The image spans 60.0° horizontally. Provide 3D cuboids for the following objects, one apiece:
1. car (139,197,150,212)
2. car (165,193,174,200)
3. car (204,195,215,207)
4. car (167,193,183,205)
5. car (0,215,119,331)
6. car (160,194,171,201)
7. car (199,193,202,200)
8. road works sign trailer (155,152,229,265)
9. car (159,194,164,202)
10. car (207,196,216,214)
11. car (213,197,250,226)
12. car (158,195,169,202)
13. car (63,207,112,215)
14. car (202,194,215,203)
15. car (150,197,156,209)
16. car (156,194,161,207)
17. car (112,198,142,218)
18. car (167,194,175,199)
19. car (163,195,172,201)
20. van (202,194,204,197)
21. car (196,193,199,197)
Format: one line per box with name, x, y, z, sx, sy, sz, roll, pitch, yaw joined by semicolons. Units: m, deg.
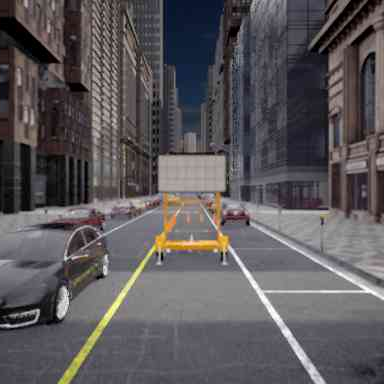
car;-5.761;1.416;33.897;1.752;1.417;4.829;0;0;0
car;-5.763;1.172;84.483;1.967;1.590;4.097;0;0;0
car;2.764;1.417;39.678;1.887;1.381;4.507;0;0;0
car;-3.006;1.304;54.642;1.882;1.535;5.008;0;0;0
car;-3.101;1.480;7.123;1.837;1.490;4.892;0;0;0
car;-5.762;1.207;73.280;1.967;1.590;4.097;0;0;0
car;2.763;1.346;62.087;1.887;1.381;4.507;0;0;0
road works sign trailer;0.000;0.426;11.548;2.380;3.560;2.880;0;0;0
car;-5.762;1.381;50.873;1.887;1.381;4.507;0;0;0
car;2.764;1.415;34.246;1.752;1.417;4.829;0;0;0
car;2.765;1.365;22.871;1.967;1.590;4.097;0;0;0
car;-5.763;1.366;67.678;1.802;1.307;4.206;0;0;0
car;-5.760;1.488;17.262;1.887;1.381;4.507;0;0;0
car;2.764;1.399;45.280;1.887;1.381;4.507;0;0;0
car;-5.761;1.312;39.669;1.967;1.590;4.097;0;0;0
car;-5.762;1.399;45.271;1.887;1.381;4.507;0;0;0
car;-5.761;1.489;28.466;1.802;1.307;4.206;0;0;0
car;-5.764;1.280;90.085;1.947;1.339;4.313;0;0;0
car;-5.763;1.315;78.882;1.947;1.339;4.313;0;0;0
van;2.764;1.178;50.881;1.690;1.788;3.998;0;0;0
car;2.762;1.277;84.495;1.887;1.381;4.507;0;0;0
